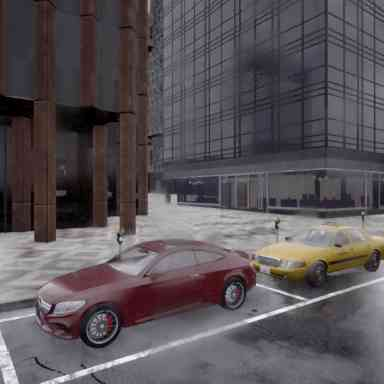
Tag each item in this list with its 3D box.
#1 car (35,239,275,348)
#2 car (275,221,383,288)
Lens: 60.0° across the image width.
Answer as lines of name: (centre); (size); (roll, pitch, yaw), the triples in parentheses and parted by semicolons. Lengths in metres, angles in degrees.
car: (-0.606, 1.582, 6.211); (4.206, 1.307, 1.802); (0, 0, -35)
car: (3.687, 1.525, 9.263); (4.829, 1.417, 1.752); (0, 0, -35)
